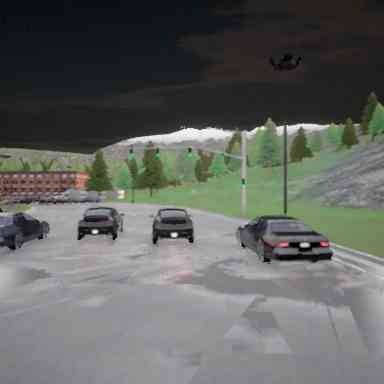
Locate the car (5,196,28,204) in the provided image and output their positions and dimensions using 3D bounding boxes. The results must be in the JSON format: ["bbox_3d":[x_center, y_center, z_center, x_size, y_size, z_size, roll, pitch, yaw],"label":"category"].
[{"bbox_3d":[-35.729,1.622,67.668,4.181,1.385,1.994,0,0,22],"label":"car"}]

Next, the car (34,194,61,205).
[{"bbox_3d":[-27.022,1.606,62.079,4.892,1.490,1.837,0,0,40],"label":"car"}]

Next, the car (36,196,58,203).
[{"bbox_3d":[-32.166,1.645,73.718,4.718,1.301,1.895,0,0,26],"label":"car"}]

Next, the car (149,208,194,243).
[{"bbox_3d":[-0.998,1.521,16.203,1.837,1.490,4.892,0,0,-6],"label":"car"}]

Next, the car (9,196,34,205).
[{"bbox_3d":[-31.644,1.612,61.212,4.892,1.490,1.837,0,0,33],"label":"car"}]

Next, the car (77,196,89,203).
[{"bbox_3d":[-23.819,1.655,68.460,4.181,1.385,1.994,0,0,36],"label":"car"}]

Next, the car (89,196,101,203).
[{"bbox_3d":[-21.699,1.641,71.248,5.357,1.411,2.033,0,0,36],"label":"car"}]

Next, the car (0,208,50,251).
[{"bbox_3d":[-7.768,1.574,14.141,2.033,1.411,5.357,0,0,-6],"label":"car"}]

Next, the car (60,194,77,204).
[{"bbox_3d":[-25.292,1.627,65.185,4.674,1.442,1.812,0,0,36],"label":"car"}]

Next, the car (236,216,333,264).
[{"bbox_3d":[2.976,1.552,11.900,2.033,1.411,5.357,0,0,-5],"label":"car"}]

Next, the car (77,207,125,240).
[{"bbox_3d":[-4.669,1.529,17.372,1.837,1.490,4.892,0,0,-7],"label":"car"}]

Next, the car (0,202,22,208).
[{"bbox_3d":[-12.005,1.544,19.480,1.837,1.490,4.892,0,0,-8],"label":"car"}]

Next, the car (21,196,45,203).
[{"bbox_3d":[-33.747,1.559,70.596,4.892,1.490,1.837,0,0,26],"label":"car"}]
